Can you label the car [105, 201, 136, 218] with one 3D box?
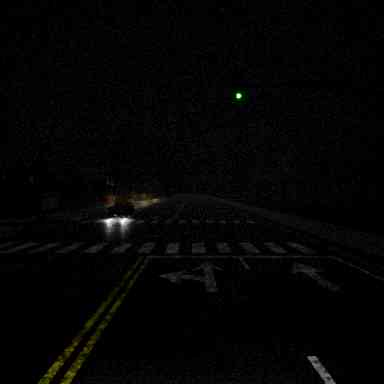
[{"bbox_3d":[-6.458,1.573,30.683,2.033,1.411,5.357,0,0,0],"label":"car"}]
